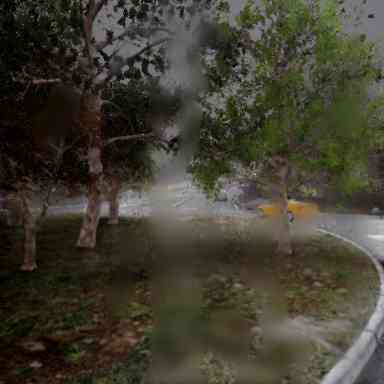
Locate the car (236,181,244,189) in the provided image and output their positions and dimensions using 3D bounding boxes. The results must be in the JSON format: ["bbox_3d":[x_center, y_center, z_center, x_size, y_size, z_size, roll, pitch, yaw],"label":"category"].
[{"bbox_3d":[12.347,-1.498,79.070,1.994,1.385,4.181,0,4,18],"label":"car"}]

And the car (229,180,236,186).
[{"bbox_3d":[11.048,-2.086,85.624,1.812,1.442,4.674,0,4,18],"label":"car"}]

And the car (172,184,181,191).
[{"bbox_3d":[-4.850,-0.809,74.324,1.946,1.575,5.366,0,4,18],"label":"car"}]

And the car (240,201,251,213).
[{"bbox_3d":[6.324,1.234,30.441,1.994,1.385,4.181,-1,0,-35],"label":"car"}]

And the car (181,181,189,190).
[{"bbox_3d":[-3.179,-1.203,79.575,1.946,1.575,5.366,0,4,18],"label":"car"}]

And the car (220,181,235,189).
[{"bbox_3d":[7.721,-1.135,75.324,2.033,1.411,5.357,0,4,18],"label":"car"}]

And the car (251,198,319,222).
[{"bbox_3d":[6.665,1.202,23.755,1.882,1.535,5.008,-1,1,-26],"label":"car"}]

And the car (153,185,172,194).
[{"bbox_3d":[-6.531,-0.412,69.077,1.946,1.575,5.366,0,4,18],"label":"car"}]

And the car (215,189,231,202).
[{"bbox_3d":[4.337,0.691,49.607,1.994,1.385,4.181,-1,3,8],"label":"car"}]

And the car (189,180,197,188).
[{"bbox_3d":[-1.425,-1.865,85.079,2.435,2.045,5.566,-1,4,18],"label":"car"}]
